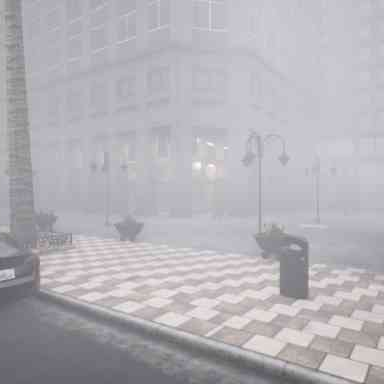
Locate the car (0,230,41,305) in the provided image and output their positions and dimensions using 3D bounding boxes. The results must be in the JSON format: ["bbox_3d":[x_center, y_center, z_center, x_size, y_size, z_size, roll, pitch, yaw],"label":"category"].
[{"bbox_3d":[-5.232,1.513,7.191,4.786,1.482,2.161,0,0,35],"label":"car"}]
